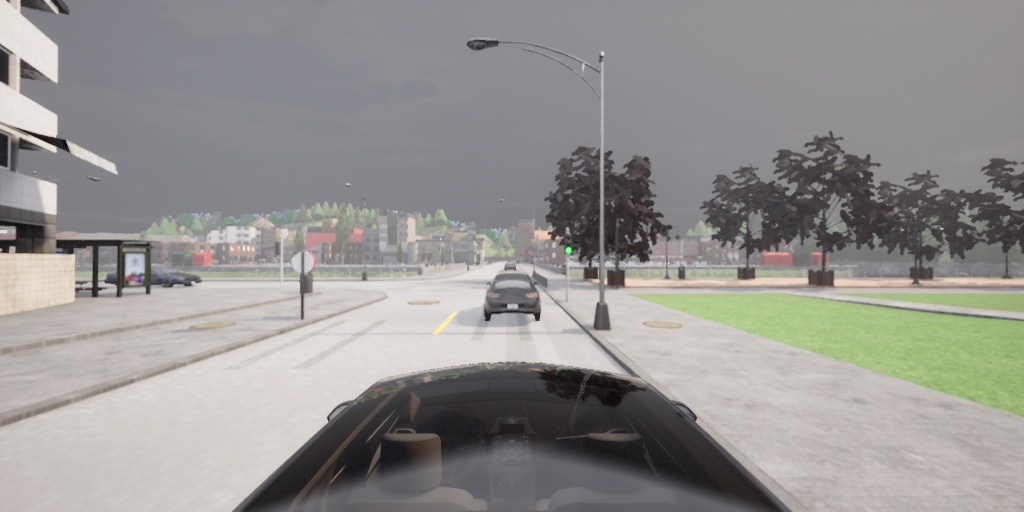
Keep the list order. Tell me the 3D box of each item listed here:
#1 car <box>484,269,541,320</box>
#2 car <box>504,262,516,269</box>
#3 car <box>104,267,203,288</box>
[{"bbox_3d":[0.013,1.357,12.940,1.812,1.442,4.674,0,0,0],"label":"car"},{"bbox_3d":[-0.283,1.747,61.427,1.994,1.385,4.181,0,0,0],"label":"car"},{"bbox_3d":[-24.678,1.468,24.743,5.357,1.411,2.033,0,0,0],"label":"car"}]
